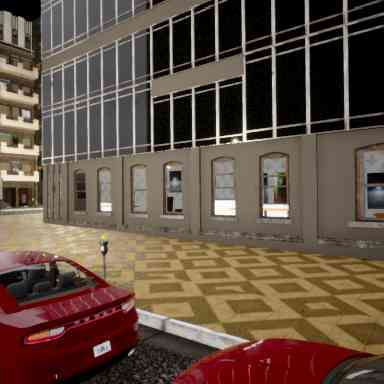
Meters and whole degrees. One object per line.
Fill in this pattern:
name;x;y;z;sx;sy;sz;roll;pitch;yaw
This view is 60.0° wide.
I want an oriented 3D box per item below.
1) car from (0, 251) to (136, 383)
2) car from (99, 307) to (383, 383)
car;-2.774;1.546;4.869;4.507;1.381;1.887;0;-1;36
car;1.796;1.545;1.603;4.507;1.381;1.887;0;-1;36
